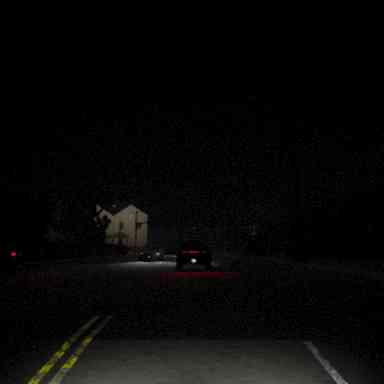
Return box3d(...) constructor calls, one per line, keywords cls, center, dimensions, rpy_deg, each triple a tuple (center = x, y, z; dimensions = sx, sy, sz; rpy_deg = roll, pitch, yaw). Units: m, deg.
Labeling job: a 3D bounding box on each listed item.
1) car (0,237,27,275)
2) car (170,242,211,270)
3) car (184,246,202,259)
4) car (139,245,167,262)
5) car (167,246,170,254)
box3d(cls="car", center=(-10.632, 3.042, 16.199), dimensions=(4.553, 1.767, 2.097), rpy_deg=(3, -10, -10))
box3d(cls="car", center=(0.099, 3.694, 19.408), dimensions=(2.128, 1.511, 4.902), rpy_deg=(0, -10, 0))
box3d(cls="car", center=(0.104, 6.826, 37.553), dimensions=(1.994, 1.385, 4.181), rpy_deg=(0, -10, 0))
box3d(cls="car", center=(-3.590, 5.535, 30.126), dimensions=(1.812, 1.442, 4.674), rpy_deg=(0, -10, 0))
box3d(cls="car", center=(-3.526, 9.730, 55.014), dimensions=(1.812, 1.442, 4.674), rpy_deg=(0, -10, 1))
